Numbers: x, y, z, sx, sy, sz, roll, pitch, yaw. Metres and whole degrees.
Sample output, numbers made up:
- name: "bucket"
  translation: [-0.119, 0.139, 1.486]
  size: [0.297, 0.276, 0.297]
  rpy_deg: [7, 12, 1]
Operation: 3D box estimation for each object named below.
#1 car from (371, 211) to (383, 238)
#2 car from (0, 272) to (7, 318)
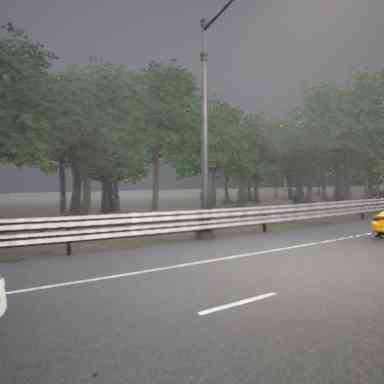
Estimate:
- name: "car"
  translation: [10.259, 1.311, 15.365]
  size: [5.008, 1.535, 1.882]
  rpy_deg: [-2, 1, -35]
- name: "car"
  translation: [-5.489, 1.217, 4.128]
  size: [5.566, 2.045, 2.150]
  rpy_deg: [1, 0, -36]
